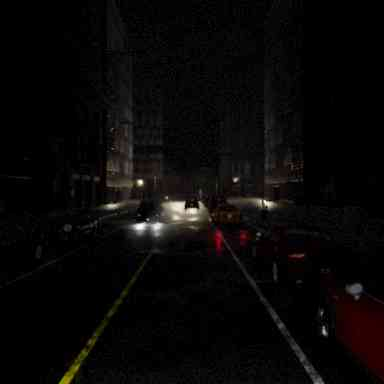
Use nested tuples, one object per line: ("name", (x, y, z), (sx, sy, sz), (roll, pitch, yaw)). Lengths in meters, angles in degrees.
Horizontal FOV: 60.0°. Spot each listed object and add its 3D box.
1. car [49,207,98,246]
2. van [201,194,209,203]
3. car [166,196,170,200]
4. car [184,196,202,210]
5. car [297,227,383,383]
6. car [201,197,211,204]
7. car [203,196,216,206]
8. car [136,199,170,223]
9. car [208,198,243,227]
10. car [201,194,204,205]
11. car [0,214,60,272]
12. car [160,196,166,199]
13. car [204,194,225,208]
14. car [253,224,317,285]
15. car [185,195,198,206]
("car", (-5.684, 1.449, 14.982), (1.967, 1.590, 4.097), (0, 0, 0))
("van", (2.803, 1.357, 71.479), (1.690, 1.788, 3.998), (0, 0, 0))
("car", (-5.722, 1.583, 71.473), (1.947, 1.339, 4.313), (0, 0, 0))
("car", (-0.007, 1.589, 43.568), (1.994, 1.385, 4.181), (0, 0, 0))
("car", (2.849, 1.442, 3.695), (1.967, 1.590, 4.097), (0, 0, 0))
("car", (2.808, 1.602, 65.830), (1.802, 1.307, 4.206), (0, 0, 0))
("car", (2.814, 1.466, 54.532), (1.967, 1.590, 4.097), (0, 0, 0))
("car", (-3.118, 1.563, 26.218), (2.033, 1.411, 5.357), (0, 0, 0))
("car", (2.334, 1.471, 23.056), (1.801, 1.575, 5.366), (0, 0, 0))
("car", (2.817, 1.341, 48.883), (2.192, 1.841, 5.009), (0, 0, 0))
("car", (-5.679, 1.557, 9.333), (2.008, 1.369, 4.403), (0, 0, 0))
("car", (-5.710, 1.608, 54.525), (1.802, 1.307, 4.206), (0, 0, 0))
("car", (2.825, 1.338, 37.586), (2.192, 1.841, 5.009), (0, 0, 0))
("car", (2.846, 1.550, 9.343), (1.887, 1.381, 4.507), (0, 0, 0))
("car", (-0.039, 1.377, 56.536), (2.097, 1.767, 4.553), (0, 0, 0))
